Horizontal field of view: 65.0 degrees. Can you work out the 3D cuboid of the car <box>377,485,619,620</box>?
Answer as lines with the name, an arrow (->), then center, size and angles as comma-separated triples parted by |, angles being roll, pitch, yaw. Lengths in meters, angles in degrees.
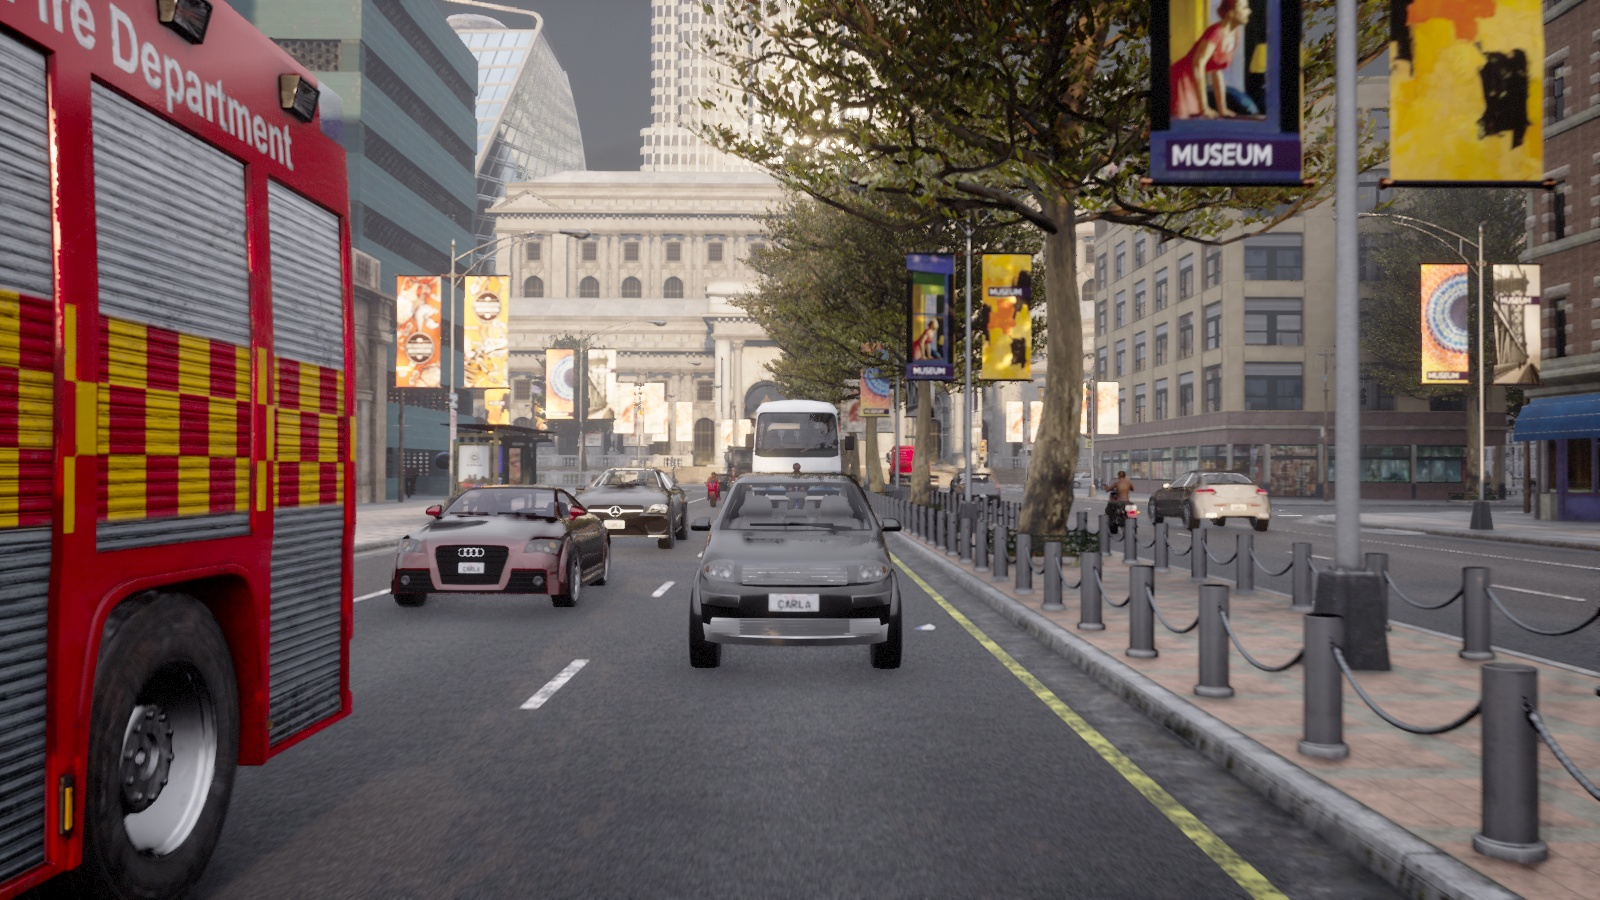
car -> -3.538, 1.153, 15.525 | 1.994, 1.385, 4.181 | 0, -1, 0

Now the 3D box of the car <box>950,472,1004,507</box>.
car -> 7.864, 1.735, 56.047 | 1.845, 1.501, 3.633 | 0, -1, 0

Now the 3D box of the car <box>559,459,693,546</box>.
car -> -3.566, 1.054, 26.665 | 2.152, 1.651, 5.027 | 0, -1, 0

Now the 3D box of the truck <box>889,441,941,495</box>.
truck -> 7.763, 1.237, 85.721 | 2.891, 3.462, 7.936 | 0, -1, 0

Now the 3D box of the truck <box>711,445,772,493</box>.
truck -> -4.464, 1.430, 94.364 | 2.891, 3.462, 7.936 | 0, -1, -16

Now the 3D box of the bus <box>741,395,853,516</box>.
bus -> -0.126, 0.268, 49.554 | 3.944, 4.253, 10.273 | 0, -1, 0

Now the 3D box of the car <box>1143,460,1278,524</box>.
car -> 11.414, 1.139, 35.341 | 2.152, 1.651, 5.027 | 0, -1, 0

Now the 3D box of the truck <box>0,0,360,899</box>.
truck -> -3.509, -0.308, 1.665 | 2.891, 3.827, 8.468 | 0, -1, 0

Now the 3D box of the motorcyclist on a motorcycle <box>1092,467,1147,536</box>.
motorcyclist on a motorcycle -> 7.924, 1.256, 31.244 | 0.766, 1.649, 2.350 | 0, -1, 0

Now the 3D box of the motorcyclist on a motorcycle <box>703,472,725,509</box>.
motorcyclist on a motorcycle -> -3.628, 1.697, 52.928 | 0.797, 1.523, 2.044 | 0, -1, 0

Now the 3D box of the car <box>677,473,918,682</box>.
car -> -0.027, 0.981, 11.201 | 1.789, 1.549, 3.705 | 0, -1, 0

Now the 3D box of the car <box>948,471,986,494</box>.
car -> 11.246, 2.168, 84.852 | 1.882, 1.535, 5.008 | 0, -1, 0
